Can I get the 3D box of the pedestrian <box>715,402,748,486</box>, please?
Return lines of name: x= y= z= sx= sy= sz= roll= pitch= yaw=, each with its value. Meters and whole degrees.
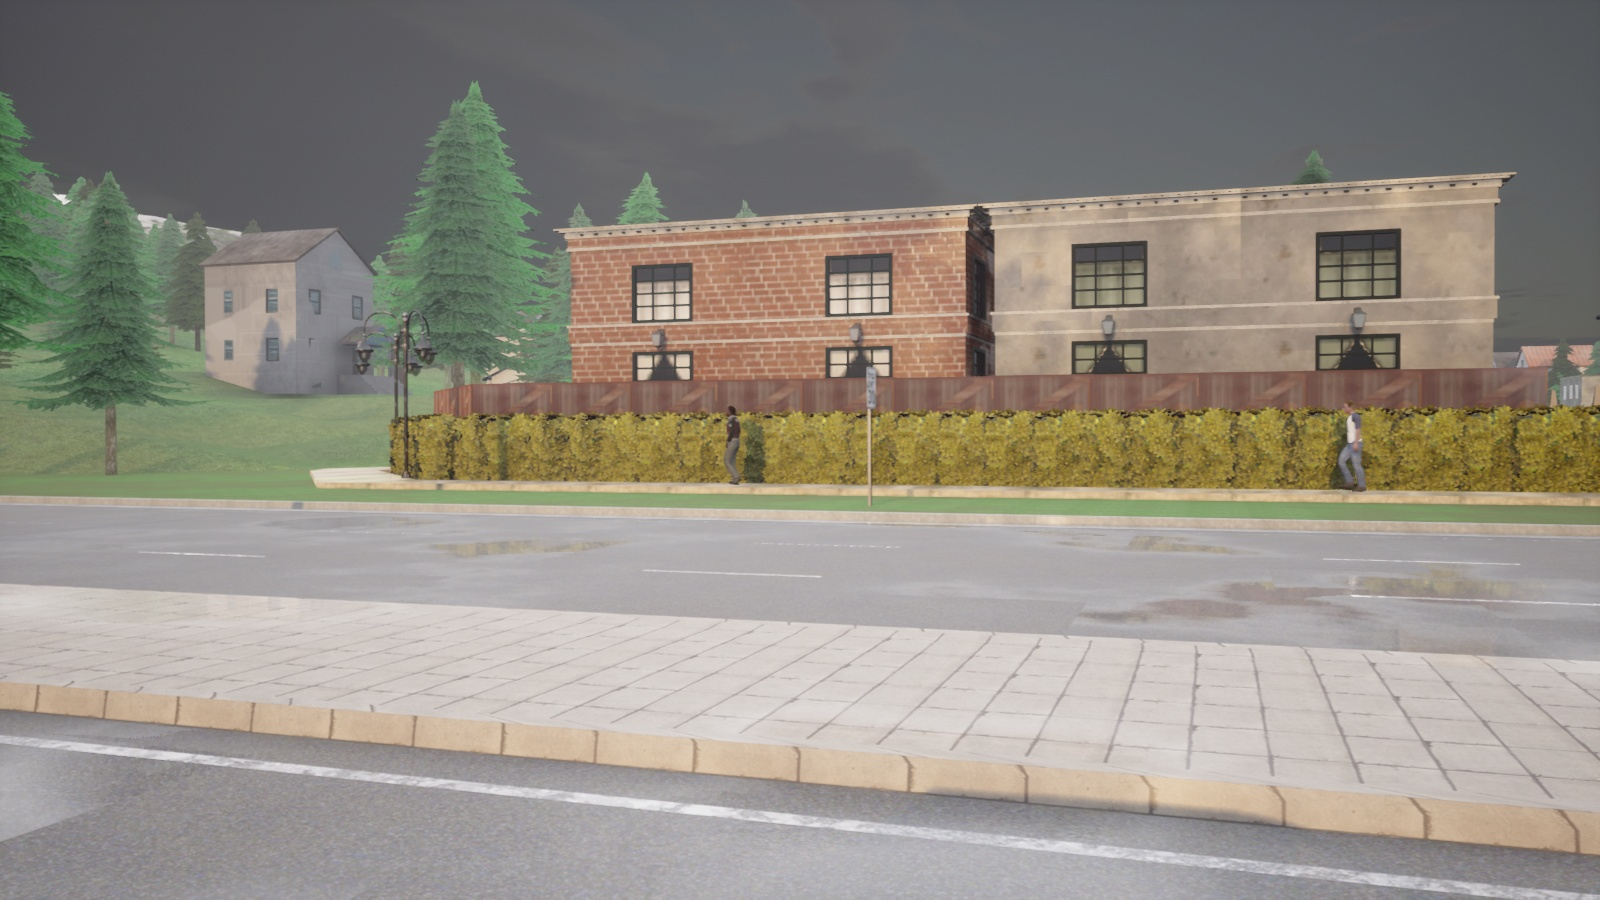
pedestrian: x=-1.578 y=-0.145 z=28.908 sx=0.666 sy=1.930 sz=0.402 roll=1 pitch=1 yaw=19

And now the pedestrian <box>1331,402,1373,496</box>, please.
pedestrian: x=10.945 y=-0.022 z=24.916 sx=0.706 sy=1.836 sz=0.354 roll=1 pitch=1 yaw=15
